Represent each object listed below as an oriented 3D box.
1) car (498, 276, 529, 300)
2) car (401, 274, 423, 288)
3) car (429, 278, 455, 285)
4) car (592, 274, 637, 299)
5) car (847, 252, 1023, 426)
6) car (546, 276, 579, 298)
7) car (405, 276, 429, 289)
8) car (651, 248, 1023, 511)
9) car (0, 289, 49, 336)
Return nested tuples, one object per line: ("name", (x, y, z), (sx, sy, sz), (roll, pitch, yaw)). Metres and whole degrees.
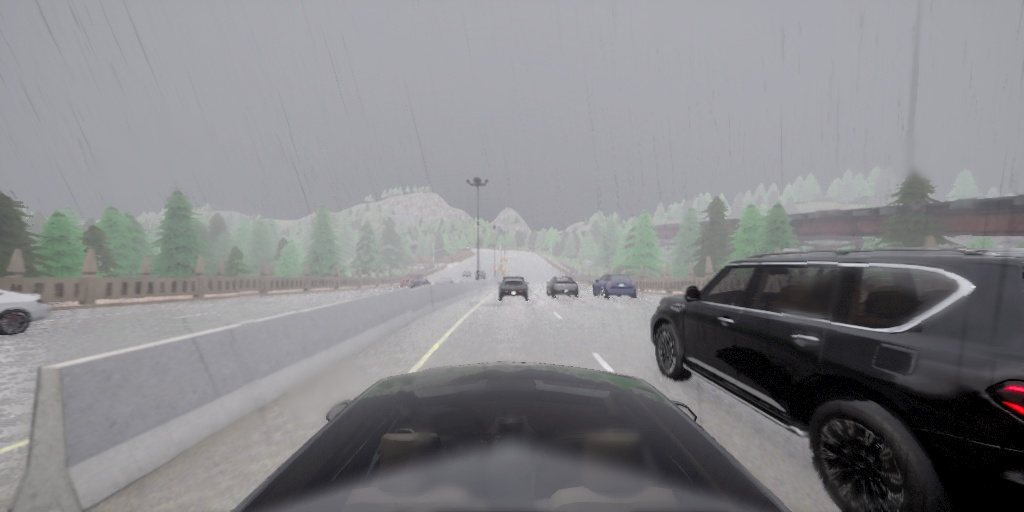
("car", (0.098, 2.141, 24.304), (1.837, 1.490, 4.892), (0, -4, 0))
("car", (-14.056, 3.514, 51.225), (2.150, 2.045, 5.566), (0, -4, 0))
("car", (-7.092, 3.009, 38.038), (1.812, 1.442, 4.674), (0, -4, 0))
("car", (7.098, 2.056, 25.337), (2.097, 1.767, 4.553), (0, -3, 0))
("car", (7.100, 0.969, 3.649), (2.150, 2.045, 5.566), (0, 0, 0))
("car", (3.598, 2.243, 26.116), (2.128, 1.511, 4.902), (0, -4, 0))
("car", (-10.588, 3.278, 41.797), (1.994, 1.385, 4.181), (0, -4, 0))
("car", (3.600, 0.974, 4.178), (2.150, 2.045, 5.566), (0, -1, 0))
("car", (-14.100, 1.362, 8.236), (1.812, 1.442, 4.674), (0, -1, 0))
